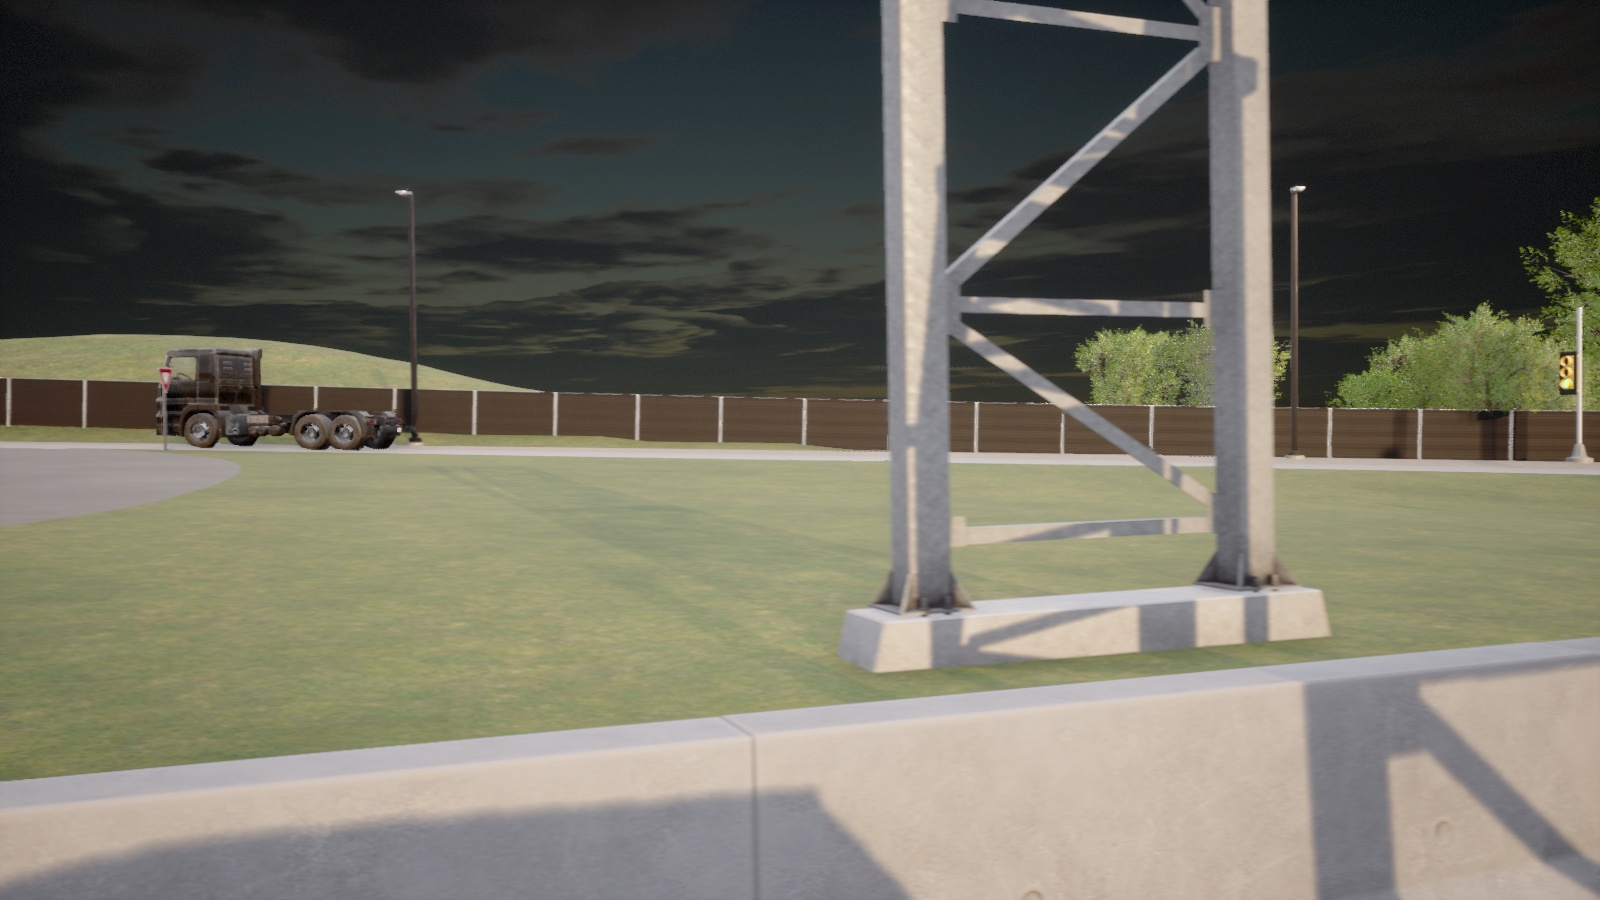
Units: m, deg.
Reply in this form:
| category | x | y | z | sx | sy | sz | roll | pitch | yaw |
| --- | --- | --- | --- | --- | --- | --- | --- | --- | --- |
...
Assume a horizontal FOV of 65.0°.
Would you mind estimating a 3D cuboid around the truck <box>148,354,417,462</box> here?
| category | x | y | z | sx | sy | sz | roll | pitch | yaw |
| --- | --- | --- | --- | --- | --- | --- | --- | --- | --- |
| truck | -17.428 | -1.394 | 42.561 | 7.936 | 3.462 | 2.891 | 0 | 2 | 6 |
